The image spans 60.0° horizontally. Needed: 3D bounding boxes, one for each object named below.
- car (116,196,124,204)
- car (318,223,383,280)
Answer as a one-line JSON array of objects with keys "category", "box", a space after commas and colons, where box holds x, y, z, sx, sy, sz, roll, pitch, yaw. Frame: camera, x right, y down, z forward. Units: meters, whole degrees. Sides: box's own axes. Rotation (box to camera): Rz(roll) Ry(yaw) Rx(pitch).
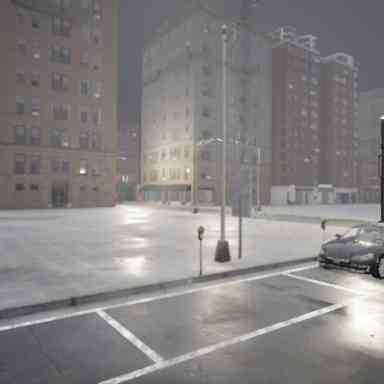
[{"category": "car", "box": [-14.735, 1.496, 63.975, 1.812, 1.442, 4.674, 1, 0, -36]}, {"category": "car", "box": [5.679, 1.654, 10.234, 4.403, 1.369, 2.008, 1, 0, -35]}]
